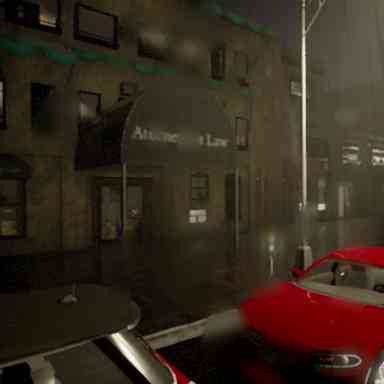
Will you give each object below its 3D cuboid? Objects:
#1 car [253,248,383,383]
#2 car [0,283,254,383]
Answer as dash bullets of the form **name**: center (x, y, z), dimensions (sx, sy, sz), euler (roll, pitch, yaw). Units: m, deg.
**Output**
- **car**: center (2.601, 1.545, 4.818), dimensions (4.507, 1.381, 1.887), euler (0, -1, -36)
- **car**: center (-1.884, 1.439, 1.551), dimensions (4.097, 1.590, 1.967), euler (0, -1, -36)
